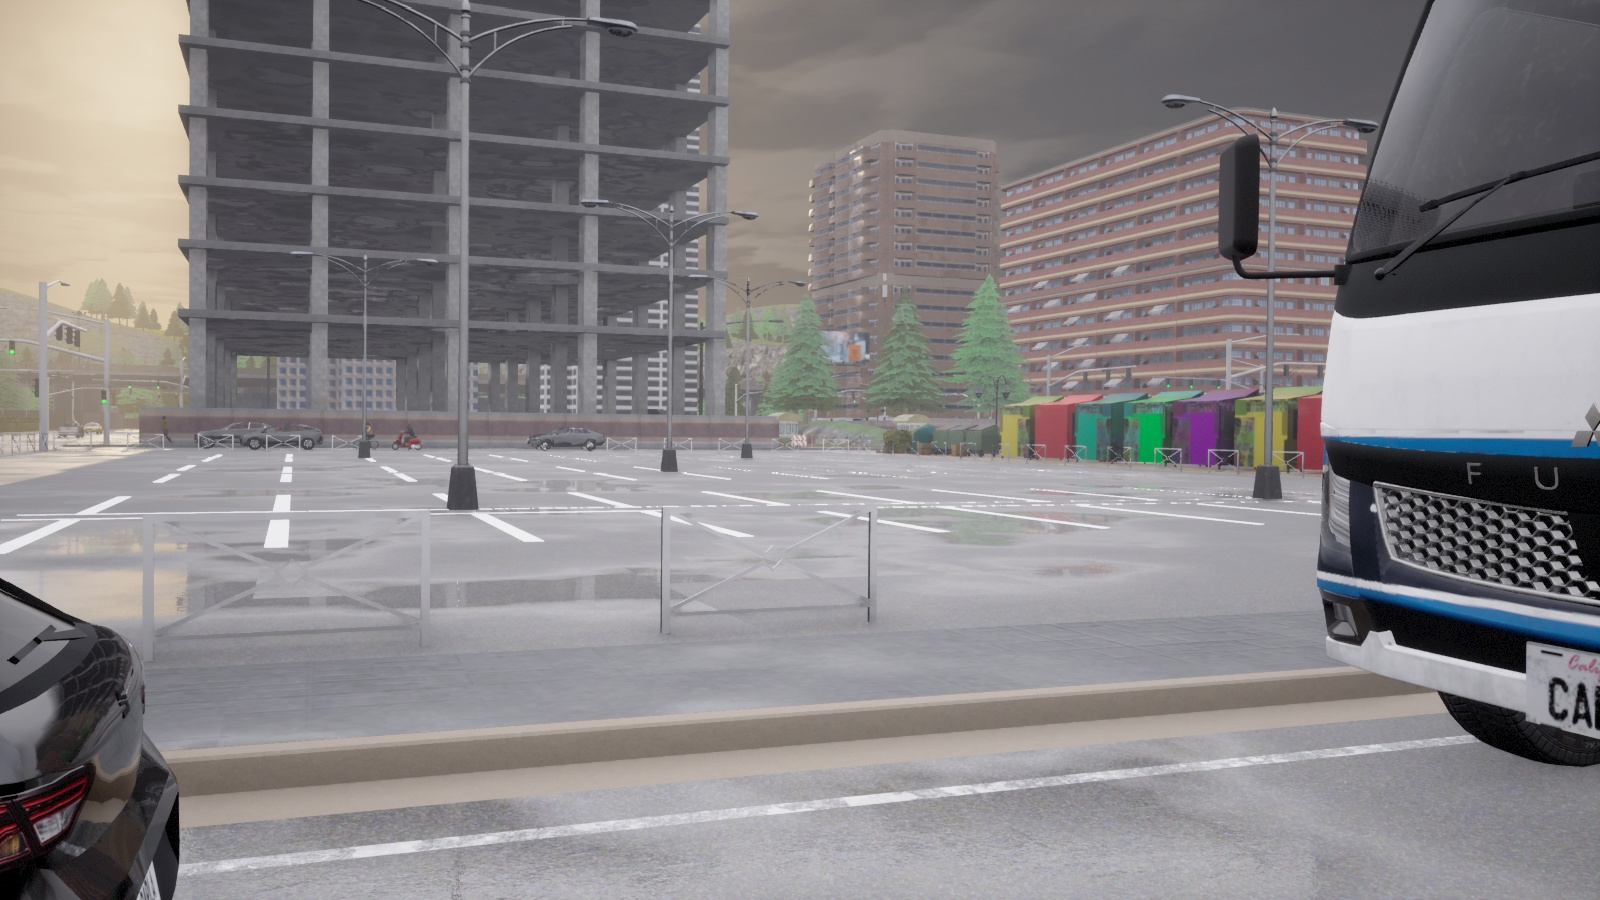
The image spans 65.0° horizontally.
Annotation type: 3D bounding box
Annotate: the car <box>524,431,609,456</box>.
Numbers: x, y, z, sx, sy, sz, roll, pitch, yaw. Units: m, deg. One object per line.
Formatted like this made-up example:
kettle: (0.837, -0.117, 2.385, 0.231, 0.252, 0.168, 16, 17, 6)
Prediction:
car: (-14.696, -0.426, 78.923, 4.902, 1.511, 2.128, -1, 1, -22)

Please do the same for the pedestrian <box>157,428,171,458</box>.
pedestrian: (-39.343, -0.441, 77.686, 0.726, 1.835, 0.370, -1, 1, -37)

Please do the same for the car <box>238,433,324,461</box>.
car: (-29.989, -0.169, 72.661, 4.514, 1.525, 2.007, -1, 1, -22)

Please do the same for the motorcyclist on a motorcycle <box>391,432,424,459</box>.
motorcyclist on a motorcycle: (-23.535, -0.275, 75.304, 1.817, 1.590, 0.866, -1, 1, -22)

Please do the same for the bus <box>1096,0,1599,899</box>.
bus: (6.891, -0.747, 5.803, 10.273, 4.253, 3.944, -1, 1, -20)

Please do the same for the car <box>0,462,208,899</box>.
car: (-3.322, 0.815, 1.970, 4.193, 1.474, 1.816, -1, 1, -21)

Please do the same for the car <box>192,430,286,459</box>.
car: (-33.451, -0.338, 75.023, 5.027, 1.651, 2.152, -1, 1, -22)
